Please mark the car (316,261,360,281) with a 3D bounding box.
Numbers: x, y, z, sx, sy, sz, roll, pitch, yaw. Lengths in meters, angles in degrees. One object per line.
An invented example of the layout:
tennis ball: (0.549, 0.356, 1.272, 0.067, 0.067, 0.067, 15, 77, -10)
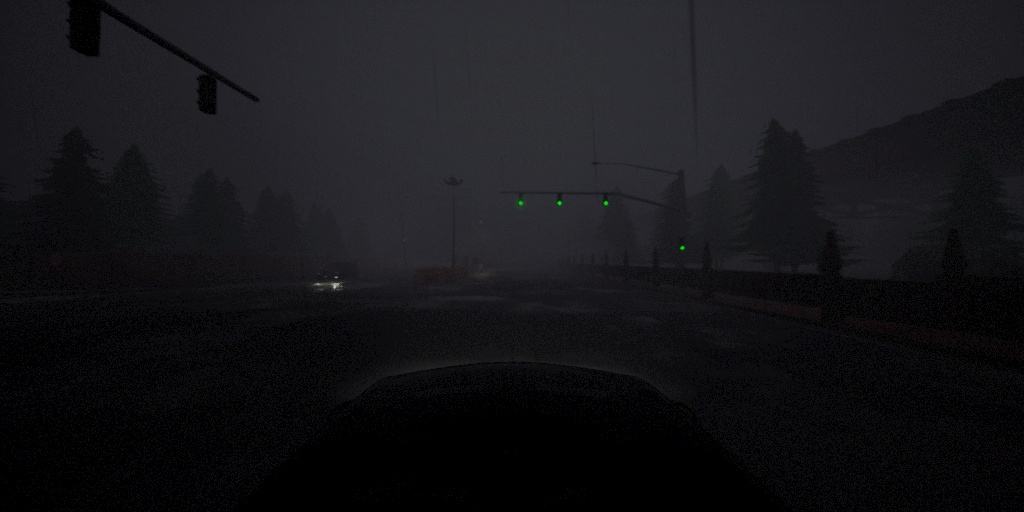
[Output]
car: (-17.498, 1.551, 36.391, 2.150, 2.045, 5.566, 0, 0, 0)
